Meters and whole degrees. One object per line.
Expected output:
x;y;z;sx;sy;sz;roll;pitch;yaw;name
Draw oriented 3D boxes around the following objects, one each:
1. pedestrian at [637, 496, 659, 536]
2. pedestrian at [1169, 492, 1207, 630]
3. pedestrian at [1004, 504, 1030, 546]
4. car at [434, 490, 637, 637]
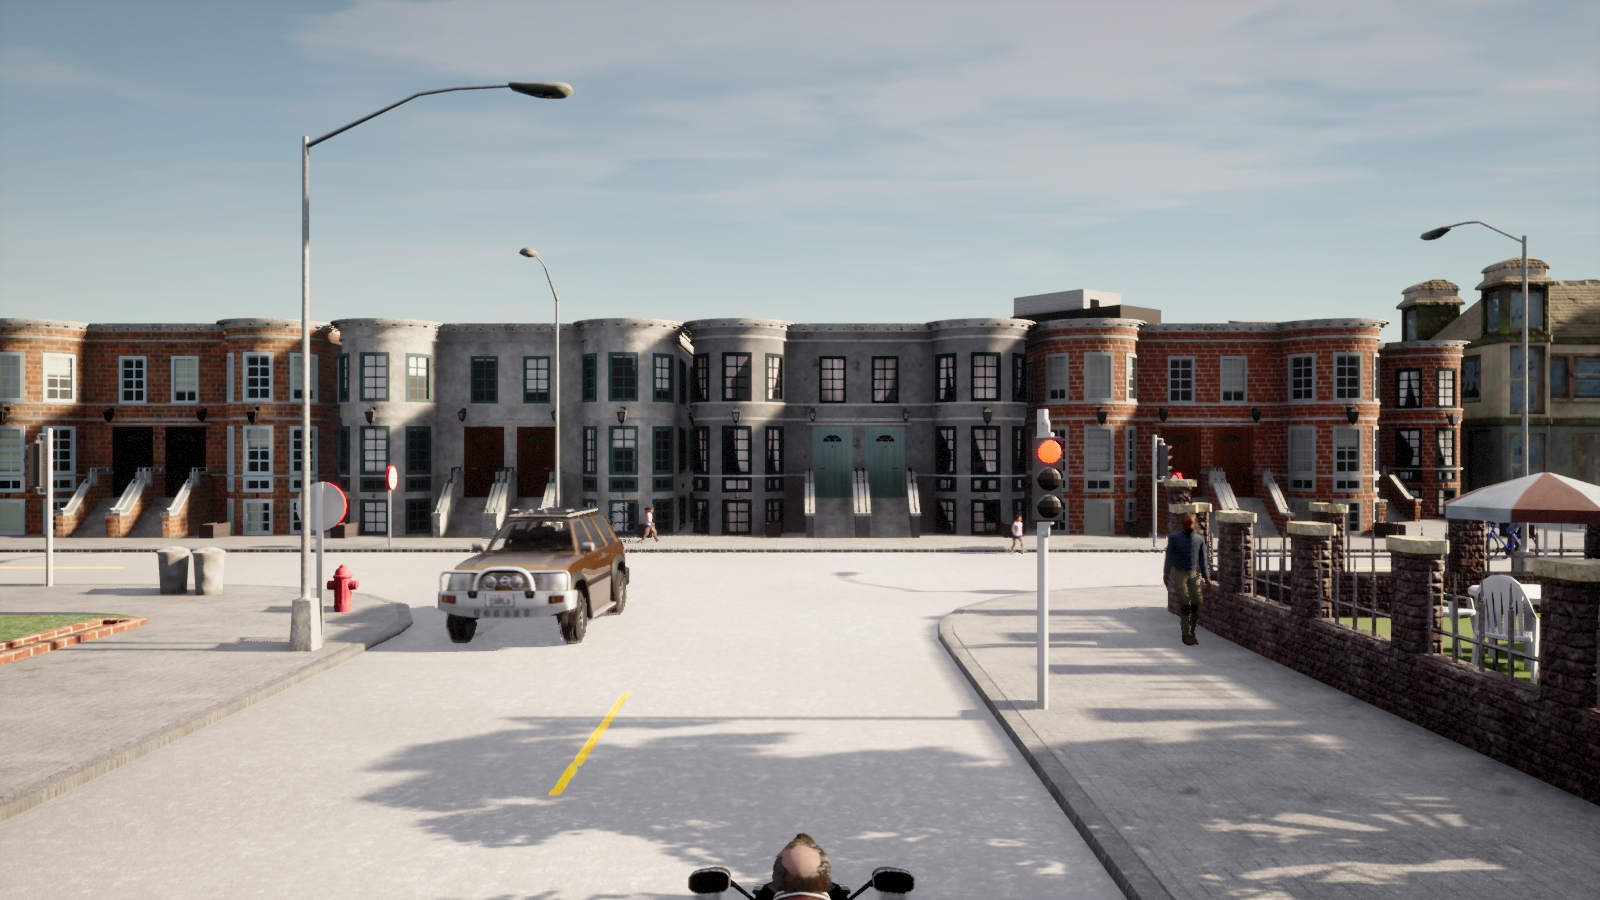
-4.376;1.891;32.904;0.500;1.100;0.500;0;0;12;pedestrian
5.310;1.509;15.637;0.375;1.860;0.375;0;0;-3;pedestrian
5.796;1.996;30.543;0.500;1.100;0.500;0;0;-21;pedestrian
-3.959;1.636;17.969;1.932;1.855;4.605;0;0;3;car
